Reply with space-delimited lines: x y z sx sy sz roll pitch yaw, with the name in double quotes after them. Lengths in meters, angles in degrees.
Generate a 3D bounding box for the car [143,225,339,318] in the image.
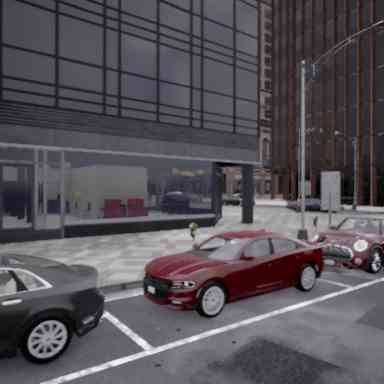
1.087 1.557 7.426 4.507 1.381 1.887 0 0 -36 "car"

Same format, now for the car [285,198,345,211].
11.461 1.269 31.304 2.033 1.411 5.357 0 1 -41 "car"

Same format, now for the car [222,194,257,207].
5.533 1.028 39.669 1.837 1.490 4.892 0 1 -36 "car"

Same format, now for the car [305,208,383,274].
5.529 1.466 10.597 4.097 1.590 1.967 0 0 -36 "car"

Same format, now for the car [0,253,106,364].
-3.354 1.550 4.256 4.403 1.369 2.008 0 0 -36 "car"
